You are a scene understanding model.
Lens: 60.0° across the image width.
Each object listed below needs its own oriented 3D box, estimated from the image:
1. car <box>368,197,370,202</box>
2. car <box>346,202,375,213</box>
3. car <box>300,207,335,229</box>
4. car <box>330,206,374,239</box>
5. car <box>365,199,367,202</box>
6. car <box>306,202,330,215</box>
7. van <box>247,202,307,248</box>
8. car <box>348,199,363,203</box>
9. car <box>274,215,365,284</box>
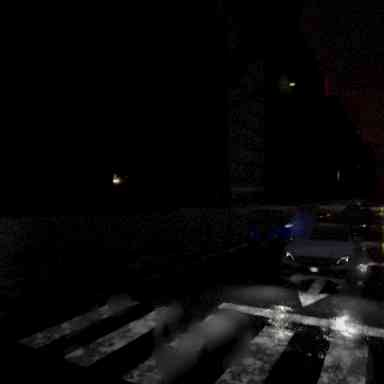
[{"bbox_3d":[43.249,2.519,84.142,1.887,1.381,4.507,-1,-1,30],"label":"car"},{"bbox_3d":[14.373,1.861,28.170,2.033,1.411,5.357,-1,-1,30],"label":"car"},{"bbox_3d":[9.477,1.876,24.976,1.802,1.307,4.206,-1,-1,30],"label":"car"},{"bbox_3d":[9.204,1.741,19.128,1.812,1.442,4.674,-1,-1,30],"label":"car"},{"bbox_3d":[34.806,2.368,69.350,1.947,1.339,4.313,-1,-1,30],"label":"car"},{"bbox_3d":[6.662,1.556,20.049,2.192,1.841,5.009,-1,-1,30],"label":"car"},{"bbox_3d":[3.847,1.530,15.119,1.690,1.788,3.998,-1,-1,30],"label":"van"},{"bbox_3d":[26.363,2.182,54.559,2.008,1.369,4.403,-1,-1,30],"label":"car"},{"bbox_3d":[4.127,1.646,10.217,1.812,1.442,4.674,-1,-1,29],"label":"car"}]
